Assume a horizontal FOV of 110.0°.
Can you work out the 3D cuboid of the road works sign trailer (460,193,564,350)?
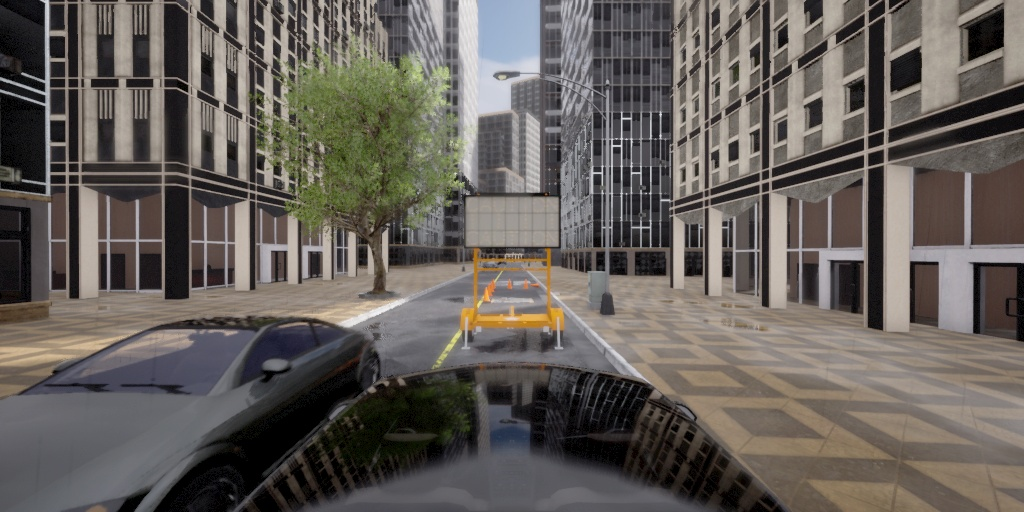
[{"bbox_3d":[0.010,0.214,9.080,2.380,3.560,2.880,0,0,0],"label":"road works sign trailer"}]

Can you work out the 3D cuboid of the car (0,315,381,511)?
[{"bbox_3d":[-2.846,1.314,3.413,1.994,1.385,4.181,0,0,0],"label":"car"}]

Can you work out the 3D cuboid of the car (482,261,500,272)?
[{"bbox_3d":[-2.800,1.313,45.601,1.812,1.442,4.674,0,0,0],"label":"car"}]
